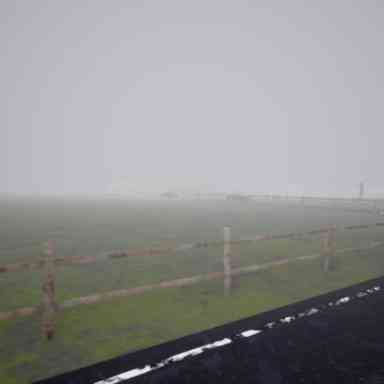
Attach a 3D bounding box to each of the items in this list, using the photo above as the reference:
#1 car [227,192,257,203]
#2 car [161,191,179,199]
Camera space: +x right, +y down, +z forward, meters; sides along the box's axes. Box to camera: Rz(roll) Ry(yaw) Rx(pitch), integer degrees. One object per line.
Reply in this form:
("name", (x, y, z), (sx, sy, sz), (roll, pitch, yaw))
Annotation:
("car", (7.132, 0.830, 47.806), (2.128, 1.511, 4.902), (0, 1, -35))
("car", (-4.230, 0.573, 63.898), (1.994, 1.385, 4.181), (0, 1, -35))
